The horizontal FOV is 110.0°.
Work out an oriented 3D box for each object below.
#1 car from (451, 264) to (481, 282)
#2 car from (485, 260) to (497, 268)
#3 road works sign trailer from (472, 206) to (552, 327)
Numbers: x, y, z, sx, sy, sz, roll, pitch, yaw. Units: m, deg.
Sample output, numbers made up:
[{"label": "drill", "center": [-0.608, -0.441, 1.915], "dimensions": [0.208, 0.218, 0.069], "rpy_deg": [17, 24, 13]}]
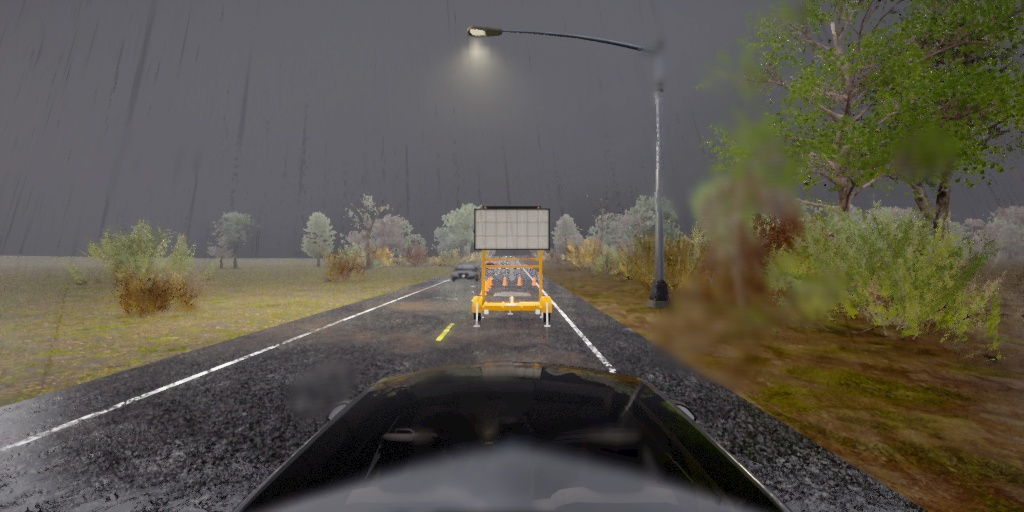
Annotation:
[{"label": "car", "center": [-3.596, 1.304, 28.586], "dimensions": [1.994, 1.385, 4.181], "rpy_deg": [0, 0, 0]}, {"label": "car", "center": [-3.489, 1.057, 57.662], "dimensions": [2.097, 1.767, 4.553], "rpy_deg": [0, 0, 0]}, {"label": "road works sign trailer", "center": [0.002, 0.214, 11.529], "dimensions": [2.380, 3.560, 2.880], "rpy_deg": [0, 0, 0]}]
